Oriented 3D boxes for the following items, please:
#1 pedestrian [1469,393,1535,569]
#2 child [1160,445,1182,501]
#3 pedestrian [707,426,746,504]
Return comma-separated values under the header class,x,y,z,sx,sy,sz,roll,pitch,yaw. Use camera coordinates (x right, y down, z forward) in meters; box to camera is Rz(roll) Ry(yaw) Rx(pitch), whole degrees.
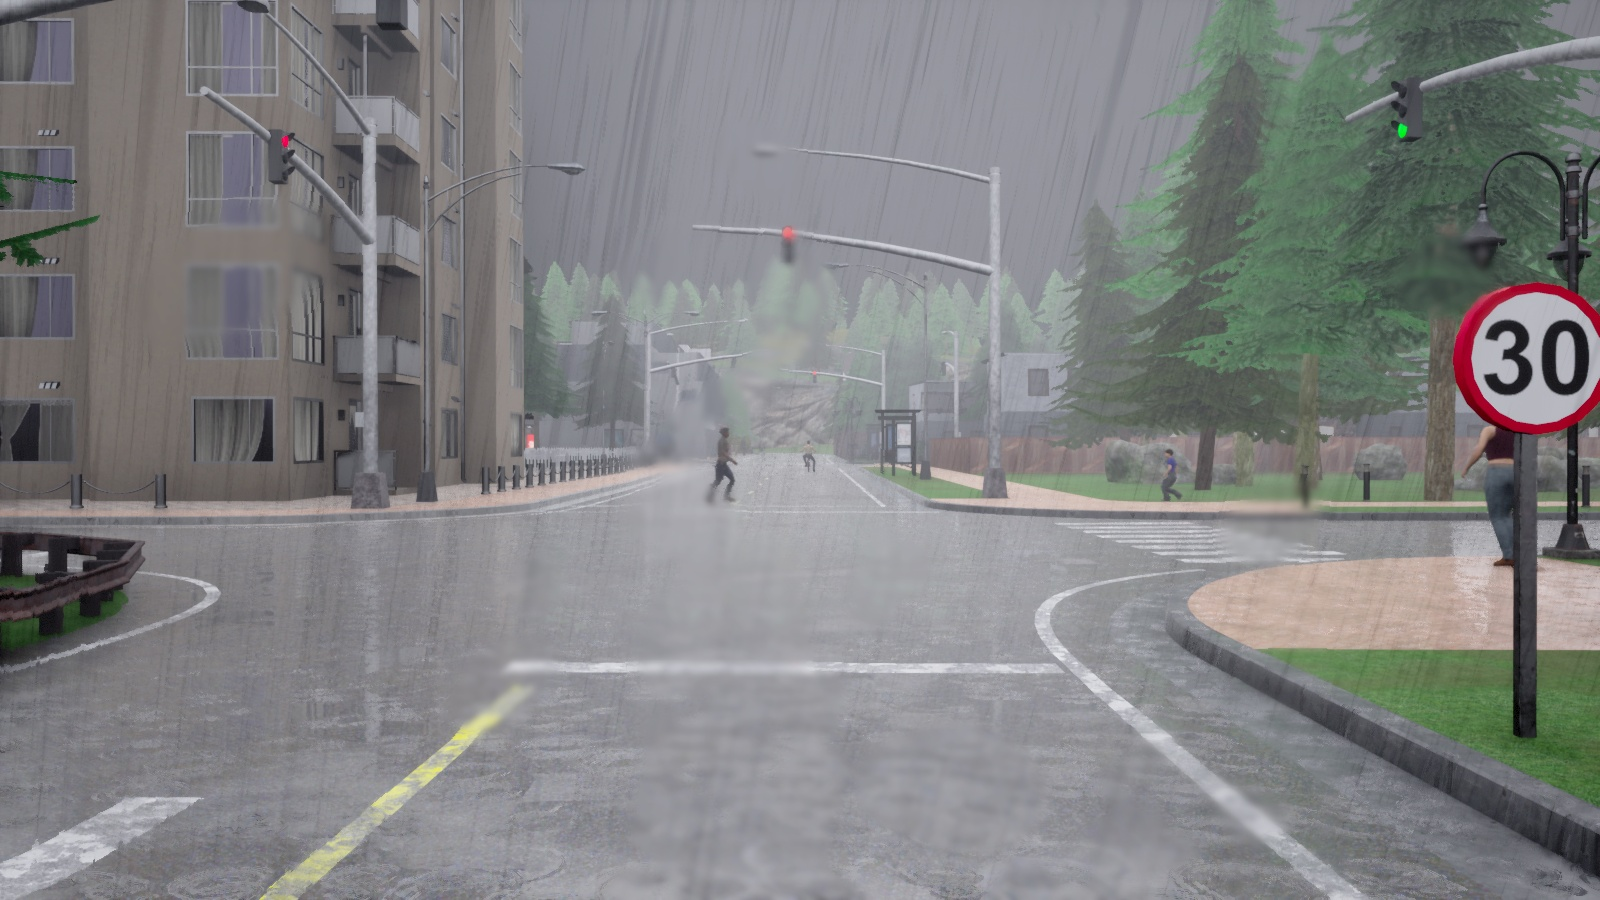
class,x,y,z,sx,sy,sz,roll,pitch,yaw
pedestrian,7.503,0.324,13.442,0.345,1.836,0.594,0,0,-3
child,8.346,0.511,28.234,0.437,1.263,0.270,0,0,22
pedestrian,-1.712,0.350,29.347,0.869,1.805,0.328,0,0,8
